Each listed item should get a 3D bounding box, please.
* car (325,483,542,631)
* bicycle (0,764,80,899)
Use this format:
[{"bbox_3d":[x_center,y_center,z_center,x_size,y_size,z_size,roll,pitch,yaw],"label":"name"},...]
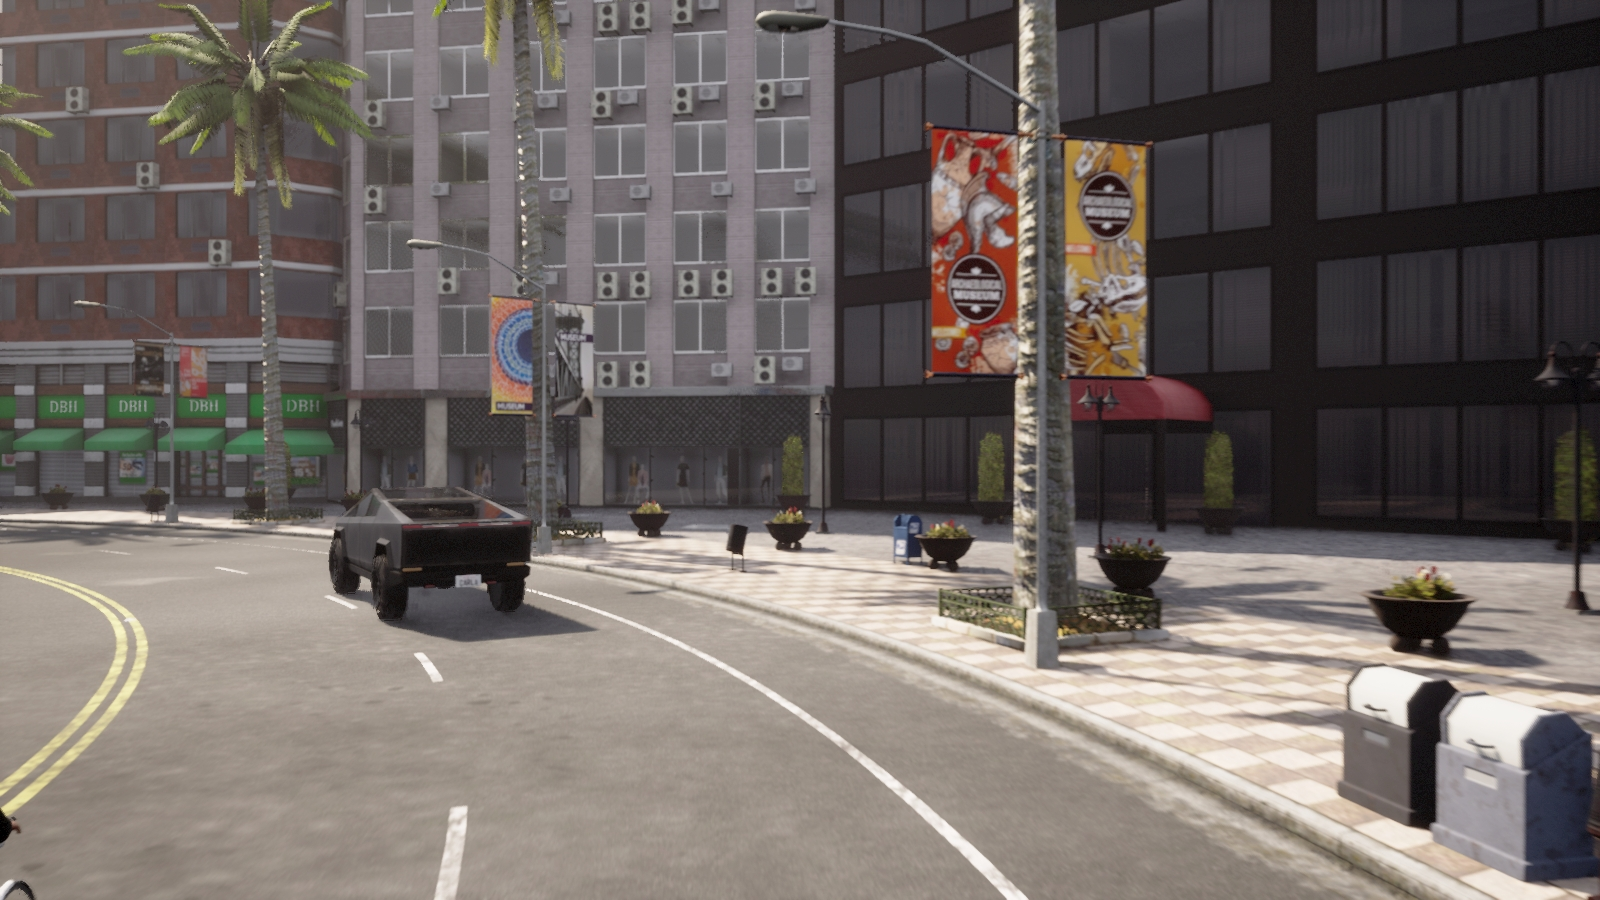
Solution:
[{"bbox_3d":[-6.945,1.755,21.021,2.390,2.098,6.274,0,0,-31],"label":"car"},{"bbox_3d":[-3.666,2.211,4.976,0.329,1.171,1.835,0,0,-14],"label":"bicycle"}]
